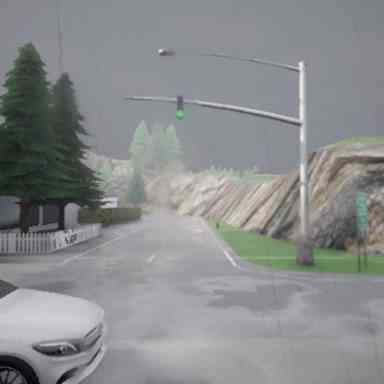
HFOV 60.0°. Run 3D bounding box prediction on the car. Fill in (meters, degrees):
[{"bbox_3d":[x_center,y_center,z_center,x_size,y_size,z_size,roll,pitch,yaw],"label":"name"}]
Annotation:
[{"bbox_3d":[-3.454,1.667,4.199,4.674,1.442,1.812,0,-3,-1],"label":"car"}]
